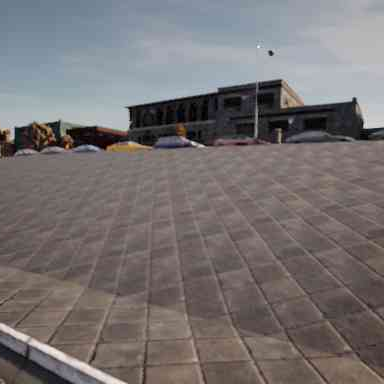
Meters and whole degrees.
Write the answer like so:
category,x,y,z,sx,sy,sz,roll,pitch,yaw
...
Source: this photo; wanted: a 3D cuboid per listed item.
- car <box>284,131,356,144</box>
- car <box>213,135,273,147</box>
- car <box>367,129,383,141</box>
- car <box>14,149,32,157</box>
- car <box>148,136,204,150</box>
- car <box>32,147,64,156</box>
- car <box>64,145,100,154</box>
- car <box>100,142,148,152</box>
category,x,y,z,sx,sy,sz,roll,pitch,yaw
car,8.788,-3.473,23.073,4.674,1.452,2.002,2,1,28
car,3.926,-3.634,25.680,4.792,1.488,2.163,2,1,29
car,13.619,-3.363,20.615,4.892,1.521,2.231,2,1,27
car,-19.741,-4.400,40.352,4.892,1.521,2.231,1,1,34
car,-1.065,-3.946,28.479,4.553,1.767,2.185,2,1,31
car,-15.175,-4.271,37.253,4.892,1.521,2.231,2,1,34
car,-10.530,-4.084,34.225,4.674,1.452,2.002,2,1,33
car,-5.818,-3.972,31.296,5.008,1.535,2.097,2,1,32
